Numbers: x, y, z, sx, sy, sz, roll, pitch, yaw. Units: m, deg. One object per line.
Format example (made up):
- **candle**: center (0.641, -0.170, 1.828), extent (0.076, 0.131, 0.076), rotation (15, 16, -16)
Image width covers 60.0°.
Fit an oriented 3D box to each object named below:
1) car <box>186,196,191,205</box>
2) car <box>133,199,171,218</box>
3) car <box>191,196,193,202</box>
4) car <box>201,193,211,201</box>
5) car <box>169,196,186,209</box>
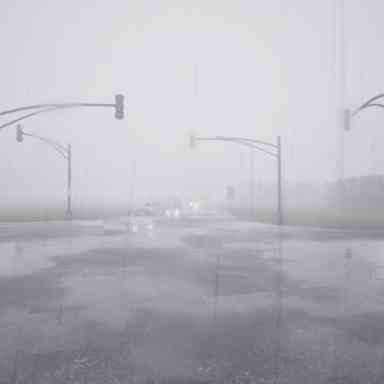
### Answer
- **car**: center (-1.739, 1.508, 57.617), extent (1.812, 1.442, 4.674), rotation (0, 0, 3)
- **car**: center (-3.810, 1.599, 30.878), extent (1.895, 1.301, 4.718), rotation (0, 0, 13)
- **car**: center (-0.835, 1.490, 69.938), extent (1.895, 1.301, 4.718), rotation (0, 0, 4)
- **car**: center (3.413, 1.184, 79.138), extent (2.150, 2.045, 5.566), rotation (0, 0, 5)
- **car**: center (-2.445, 1.484, 45.224), extent (2.128, 1.511, 4.902), rotation (0, 0, 3)
